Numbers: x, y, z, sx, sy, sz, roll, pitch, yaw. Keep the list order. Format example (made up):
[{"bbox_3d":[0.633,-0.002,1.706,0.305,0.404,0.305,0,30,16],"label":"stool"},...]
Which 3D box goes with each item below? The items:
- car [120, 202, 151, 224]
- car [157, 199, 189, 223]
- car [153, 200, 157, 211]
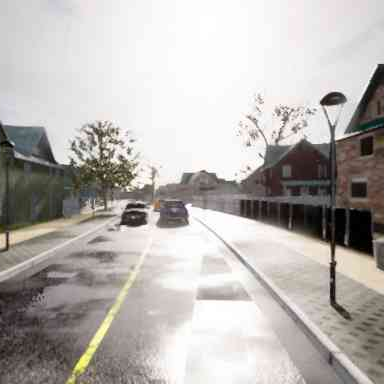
[{"bbox_3d":[-4.136,1.510,24.721,1.837,1.490,4.892,0,-1,-5],"label":"car"},{"bbox_3d":[-1.444,1.354,25.793,2.097,1.767,4.553,0,0,-6],"label":"car"},{"bbox_3d":[-4.016,1.615,43.798,1.882,1.535,5.008,0,-1,-10],"label":"car"}]
